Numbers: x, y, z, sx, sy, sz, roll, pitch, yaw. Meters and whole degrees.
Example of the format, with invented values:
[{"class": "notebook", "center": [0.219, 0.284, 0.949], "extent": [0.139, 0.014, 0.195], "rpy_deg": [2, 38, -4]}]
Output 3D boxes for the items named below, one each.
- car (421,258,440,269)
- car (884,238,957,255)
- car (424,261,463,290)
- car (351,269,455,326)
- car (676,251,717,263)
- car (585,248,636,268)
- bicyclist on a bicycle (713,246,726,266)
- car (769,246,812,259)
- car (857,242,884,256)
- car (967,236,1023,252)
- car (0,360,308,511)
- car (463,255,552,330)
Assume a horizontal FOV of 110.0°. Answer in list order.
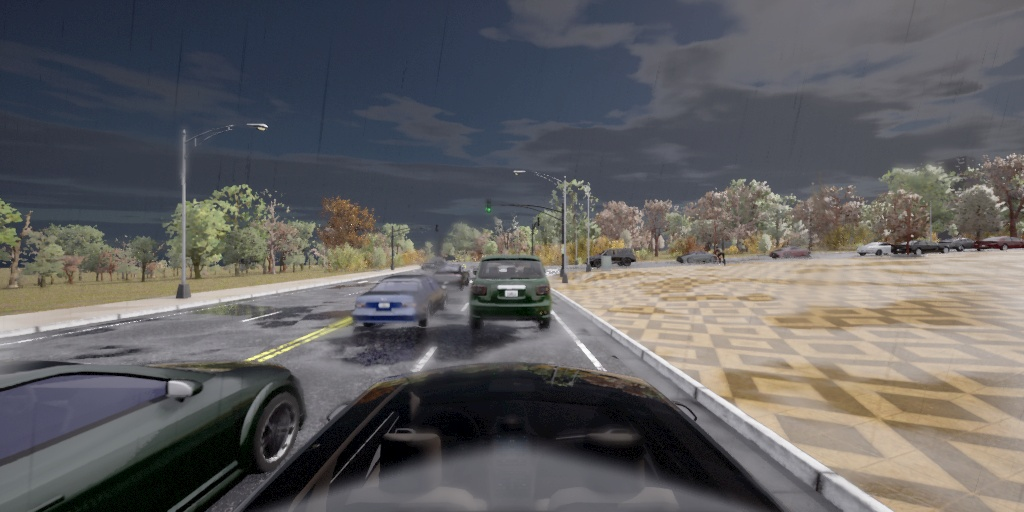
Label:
[{"class": "car", "center": [-12.551, 1.414, 54.747], "extent": [1.994, 1.385, 4.181], "rpy_deg": [0, 0, -5]}, {"class": "car", "center": [41.233, -0.874, 36.235], "extent": [5.008, 1.535, 1.882], "rpy_deg": [-3, 0, -5]}, {"class": "car", "center": [-3.671, 1.263, 22.191], "extent": [2.128, 1.511, 4.902], "rpy_deg": [0, 0, -1]}, {"class": "car", "center": [-3.326, 1.305, 11.657], "extent": [2.033, 1.411, 5.357], "rpy_deg": [0, 0, -1]}, {"class": "car", "center": [21.206, 0.110, 41.266], "extent": [4.181, 1.385, 1.994], "rpy_deg": [-3, 0, -3]}, {"class": "car", "center": [11.178, 0.225, 40.726], "extent": [5.566, 2.045, 2.150], "rpy_deg": [-3, 0, -3]}, {"class": "bicyclist on a bicycle", "center": [17.396, 0.008, 30.125], "extent": [0.582, 1.620, 1.656], "rpy_deg": [-2, 0, -3]}, {"class": "car", "center": [32.594, -0.406, 42.100], "extent": [4.181, 1.385, 1.994], "rpy_deg": [-3, 0, -4]}, {"class": "car", "center": [40.570, -0.799, 39.434], "extent": [4.674, 1.442, 1.812], "rpy_deg": [-3, 0, -6]}, {"class": "car", "center": [51.152, -1.311, 37.370], "extent": [5.008, 1.535, 1.882], "rpy_deg": [-3, 0, -7]}, {"class": "car", "center": [-3.177, 1.314, 2.134], "extent": [1.994, 1.385, 4.181], "rpy_deg": [0, 0, 0]}, {"class": "car", "center": [-0.069, 0.980, 11.233], "extent": [2.150, 2.045, 5.566], "rpy_deg": [0, 0, -1]}]
